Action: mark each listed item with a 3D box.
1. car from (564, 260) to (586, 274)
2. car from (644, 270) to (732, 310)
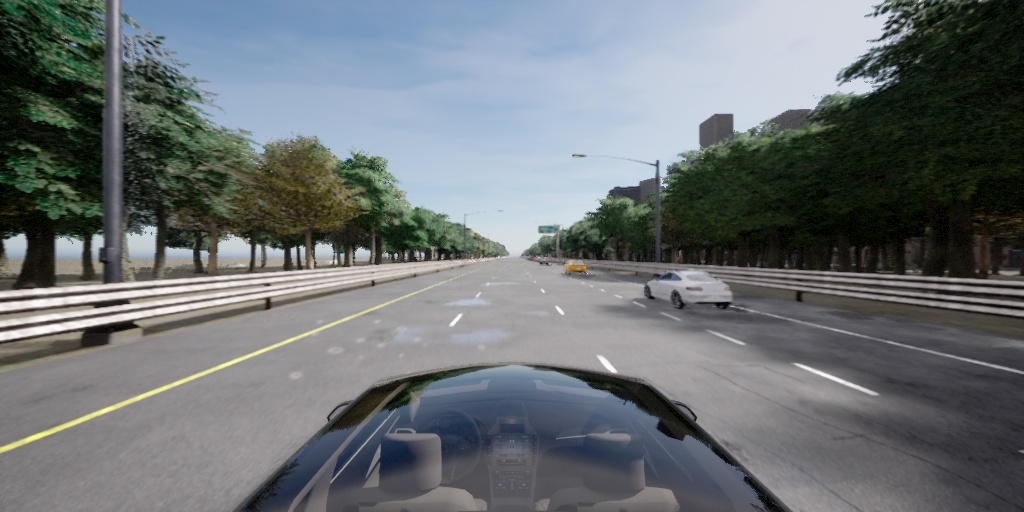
[{"bbox_3d":[7.083,1.251,40.710,1.882,1.535,5.008,0,0,0],"label":"car"},{"bbox_3d":[7.009,1.281,14.670,1.812,1.442,4.674,0,0,0],"label":"car"}]
